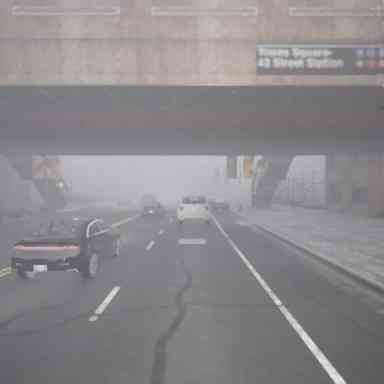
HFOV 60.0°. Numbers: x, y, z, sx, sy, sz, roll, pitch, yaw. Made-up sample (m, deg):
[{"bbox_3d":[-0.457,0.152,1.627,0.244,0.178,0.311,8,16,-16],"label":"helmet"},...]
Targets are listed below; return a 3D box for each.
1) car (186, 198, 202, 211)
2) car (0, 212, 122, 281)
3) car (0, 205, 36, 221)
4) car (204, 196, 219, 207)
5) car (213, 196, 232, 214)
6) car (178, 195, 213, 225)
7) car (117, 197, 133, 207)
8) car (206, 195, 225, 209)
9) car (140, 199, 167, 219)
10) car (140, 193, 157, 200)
[{"bbox_3d":[0.248,1.507,42.430,1.837,1.490,4.892,0,0,0],"label":"car"},{"bbox_3d":[-3.399,1.492,9.877,2.128,1.511,4.902,0,0,0],"label":"car"},{"bbox_3d":[-13.588,1.597,24.196,1.895,1.301,4.718,0,0,0],"label":"car"},{"bbox_3d":[3.057,1.483,52.614,2.097,1.535,5.008,0,0,0],"label":"car"},{"bbox_3d":[3.150,1.483,35.414,2.231,1.521,4.892,0,0,10],"label":"car"},{"bbox_3d":[0.166,1.223,24.064,2.150,2.045,5.566,0,0,1],"label":"car"},{"bbox_3d":[-10.364,1.529,51.639,1.812,1.442,4.674,0,0,0],"label":"car"},{"bbox_3d":[3.192,1.358,46.189,2.185,1.767,4.553,0,0,0],"label":"car"},{"bbox_3d":[-3.291,1.566,28.955,1.994,1.385,4.181,0,0,0],"label":"car"},{"bbox_3d":[-6.849,1.228,53.013,2.150,2.045,5.566,0,0,0],"label":"car"}]
